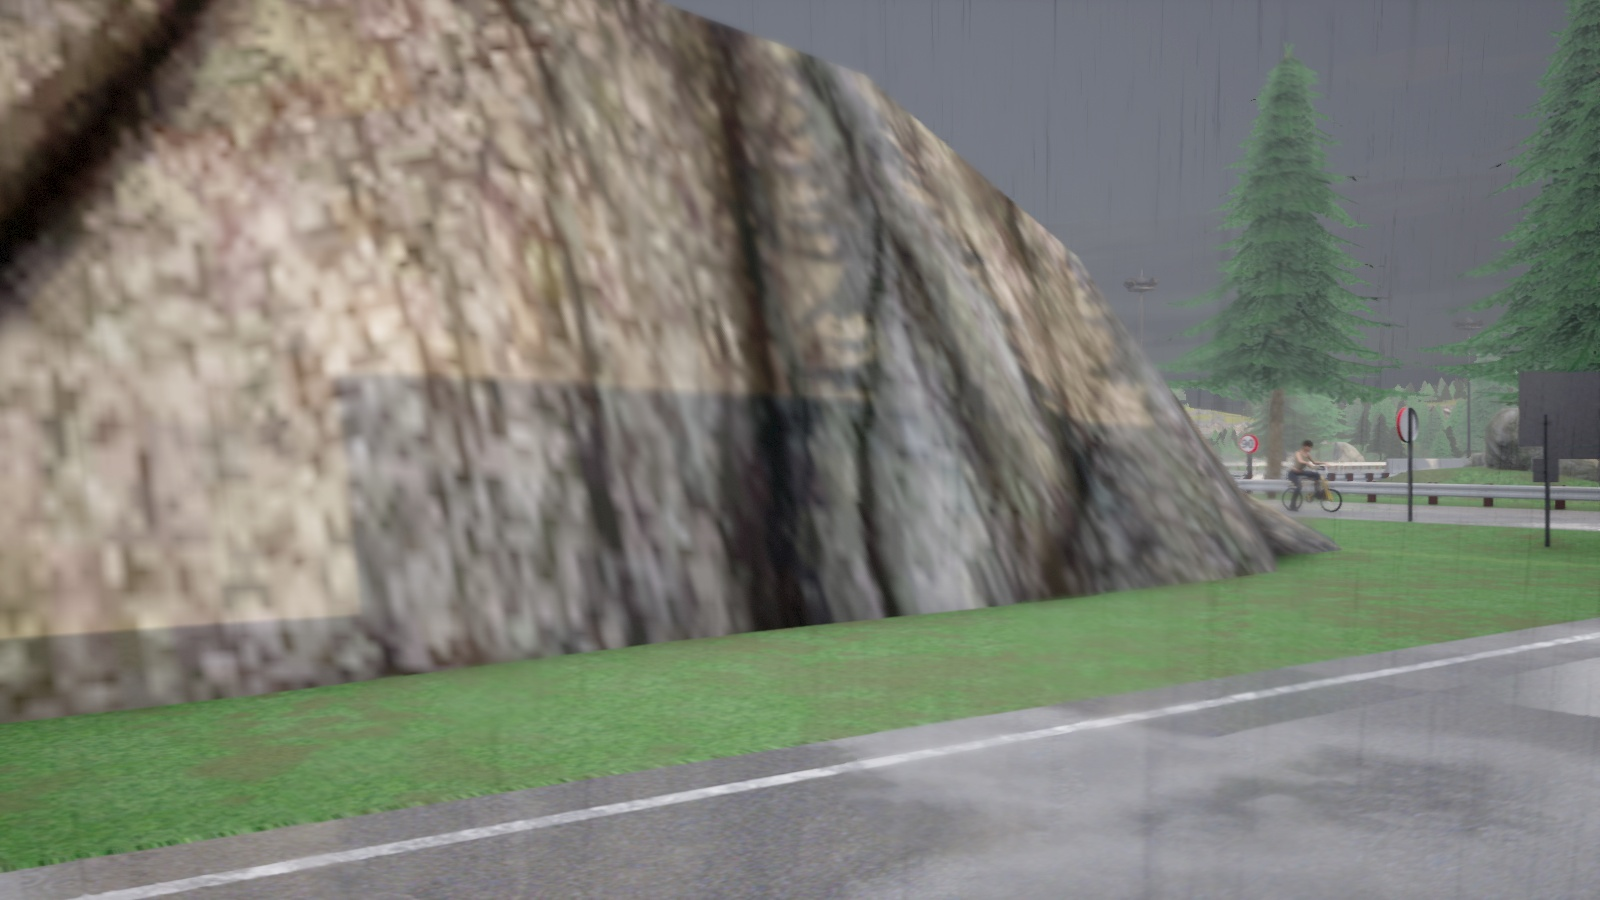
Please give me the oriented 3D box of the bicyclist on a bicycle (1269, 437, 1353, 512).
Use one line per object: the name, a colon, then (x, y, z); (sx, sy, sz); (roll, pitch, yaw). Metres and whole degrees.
bicyclist on a bicycle: (11.451, 0.535, 28.171); (0.866, 1.612, 1.509); (0, 0, -35)
